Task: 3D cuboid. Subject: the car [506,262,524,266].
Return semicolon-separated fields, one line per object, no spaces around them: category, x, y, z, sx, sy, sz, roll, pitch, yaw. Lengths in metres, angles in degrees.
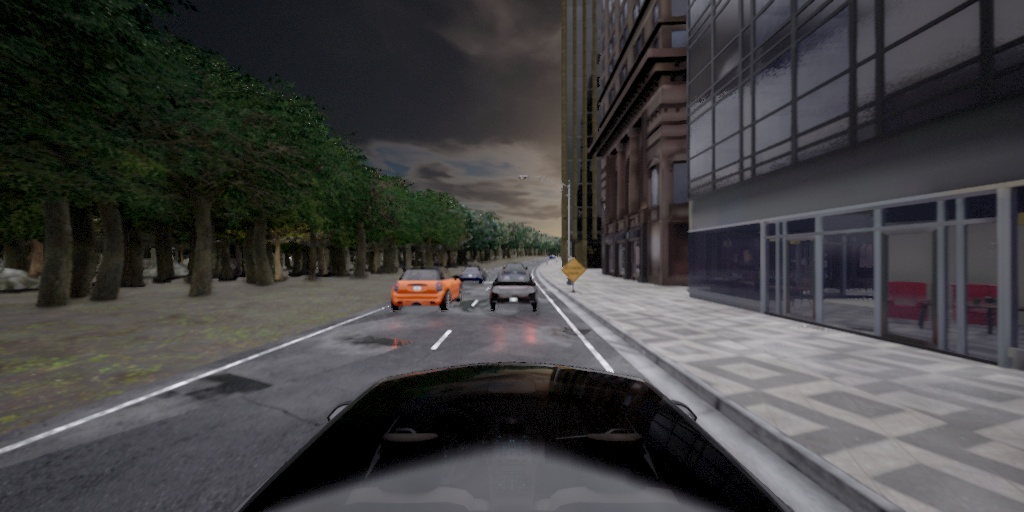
car;0.270;1.308;30.087;2.097;1.767;4.553;0;0;2

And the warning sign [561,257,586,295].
warning sign;3.152;1.000;18.419;1.300;1.860;1.060;0;0;0

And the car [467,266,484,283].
car;-3.229;1.522;30.188;1.994;1.385;4.181;0;0;2

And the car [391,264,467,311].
car;-3.410;1.213;15.164;2.097;1.767;4.553;0;-1;1

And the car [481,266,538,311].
car;0.092;1.355;15.219;2.128;1.511;4.902;0;0;1
